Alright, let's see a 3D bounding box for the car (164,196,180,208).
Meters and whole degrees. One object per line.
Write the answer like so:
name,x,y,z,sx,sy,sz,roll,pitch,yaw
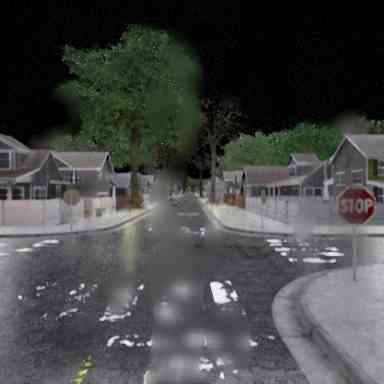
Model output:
car,-2.746,1.408,46.380,1.837,1.490,4.892,0,1,0
